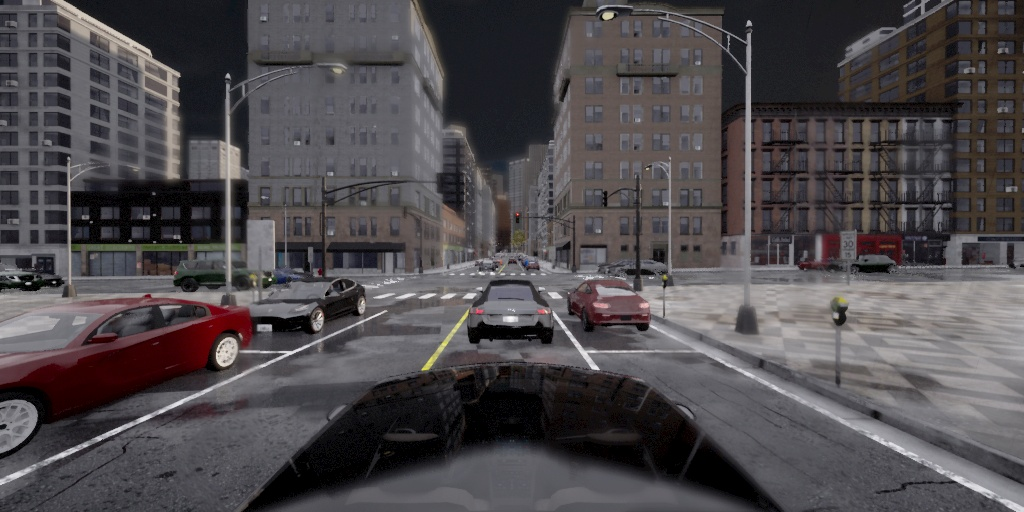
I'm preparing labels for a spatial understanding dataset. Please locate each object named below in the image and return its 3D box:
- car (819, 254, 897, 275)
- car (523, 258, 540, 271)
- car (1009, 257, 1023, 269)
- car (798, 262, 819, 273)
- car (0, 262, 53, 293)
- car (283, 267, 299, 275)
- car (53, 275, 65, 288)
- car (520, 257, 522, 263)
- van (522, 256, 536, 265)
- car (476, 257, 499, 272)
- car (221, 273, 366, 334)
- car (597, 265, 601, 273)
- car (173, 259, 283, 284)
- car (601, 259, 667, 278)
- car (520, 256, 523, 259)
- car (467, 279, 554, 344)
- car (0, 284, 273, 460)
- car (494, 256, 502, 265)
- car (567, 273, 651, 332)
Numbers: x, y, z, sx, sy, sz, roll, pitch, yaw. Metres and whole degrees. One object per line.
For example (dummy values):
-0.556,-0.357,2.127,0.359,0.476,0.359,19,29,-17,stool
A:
29.083,0.655,29.972,4.553,1.767,2.097,-1,0,0,car
2.778,1.257,47.845,1.802,1.307,4.207,0,0,0,car
49.206,0.526,33.169,4.902,1.511,2.128,-1,0,0,car
29.414,0.883,33.226,4.718,1.301,1.895,-1,0,0,car
-33.973,1.409,23.143,5.566,2.045,2.150,0,0,0,car
-17.469,1.518,26.427,5.357,1.411,2.033,-1,0,0,car
-36.140,1.708,26.395,4.892,1.490,1.837,-1,0,0,car
2.810,1.186,58.948,1.888,1.381,4.507,0,0,0,car
2.794,0.999,53.397,1.690,1.789,3.998,0,0,0,van
-3.087,1.207,45.634,1.812,1.442,4.674,0,0,2,car
-5.810,1.314,10.587,1.948,1.339,4.313,0,0,0,car
10.330,1.041,33.187,4.902,1.511,2.128,-1,0,0,car
-18.438,1.222,23.149,5.566,2.045,2.150,-1,0,-2,car
10.325,1.058,29.856,4.902,1.511,2.128,-1,0,-1,car
2.826,1.202,64.505,1.802,1.307,4.207,0,0,0,car
-0.038,1.312,9.635,1.994,1.385,4.181,0,0,0,car
-5.778,1.294,4.943,1.888,1.381,4.507,0,0,0,car
-3.051,1.195,56.605,2.033,1.411,5.357,0,0,0,car
2.715,1.330,10.634,1.802,1.307,4.207,0,0,0,car
